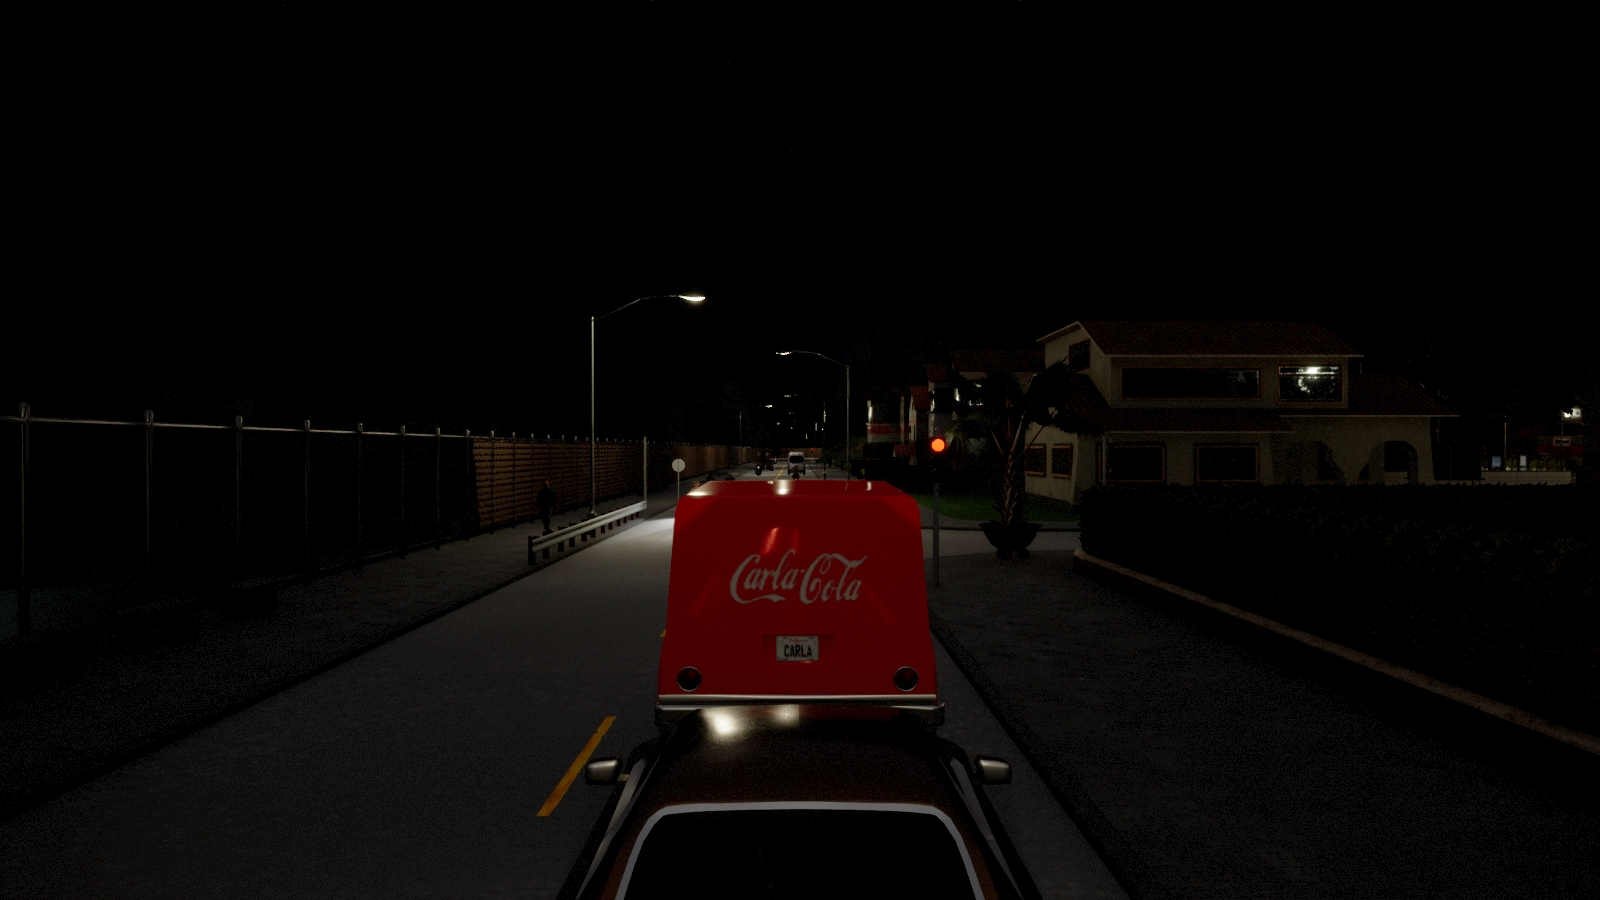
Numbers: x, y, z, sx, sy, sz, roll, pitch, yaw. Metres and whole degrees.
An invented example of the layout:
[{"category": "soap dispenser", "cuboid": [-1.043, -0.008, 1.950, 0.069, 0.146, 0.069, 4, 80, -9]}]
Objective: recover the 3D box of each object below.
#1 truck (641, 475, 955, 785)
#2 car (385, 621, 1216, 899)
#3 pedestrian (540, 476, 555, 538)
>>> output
[{"category": "truck", "cuboid": [-0.025, 1.564, 12.158, 2.627, 2.467, 5.204, 0, 0, 0]}, {"category": "car", "cuboid": [-0.006, 1.989, 5.238, 2.152, 1.651, 5.027, 0, 0, 0]}, {"category": "pedestrian", "cuboid": [-7.656, 1.732, 34.647, 0.375, 1.860, 0.375, 0, 0, 1]}]
